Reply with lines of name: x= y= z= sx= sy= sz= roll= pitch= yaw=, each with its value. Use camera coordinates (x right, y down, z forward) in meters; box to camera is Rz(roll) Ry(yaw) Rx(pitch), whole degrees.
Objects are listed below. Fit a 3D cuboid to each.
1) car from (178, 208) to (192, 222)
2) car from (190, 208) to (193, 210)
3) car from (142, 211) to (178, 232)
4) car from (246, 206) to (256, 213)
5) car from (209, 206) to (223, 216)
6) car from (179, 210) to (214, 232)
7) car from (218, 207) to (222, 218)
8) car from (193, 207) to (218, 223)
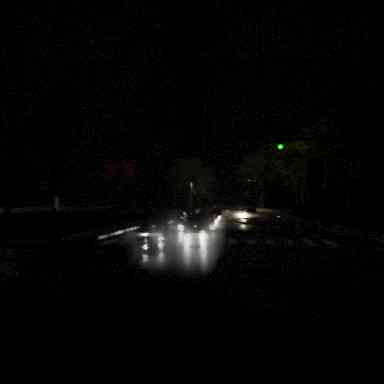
car: x=-1.583 y=2.853 z=37.386 sx=1.895 sy=1.301 sz=4.718 roll=-1 pitch=-2 yaw=7
car: x=-0.350 y=3.043 z=47.803 sx=1.882 sy=1.535 sz=5.008 roll=-1 pitch=-2 yaw=7
car: x=-2.734 y=2.522 z=27.625 sx=1.994 sy=1.385 sz=4.181 roll=-1 pitch=-2 yaw=6
car: x=11.843 y=3.520 z=66.584 sx=1.812 sy=1.442 sz=4.674 roll=-1 pitch=-2 yaw=7
car: x=4.150 y=3.312 z=57.885 sx=2.128 sy=1.511 sz=4.902 roll=-1 pitch=-1 yaw=8
car: x=0.481 y=2.462 z=27.094 sx=1.994 sy=1.385 sz=4.181 roll=-1 pitch=-2 yaw=7
car: x=2.718 y=2.963 z=46.160 sx=2.128 sy=1.511 sz=4.902 roll=-1 pitch=-2 yaw=7
car: x=1.523 y=2.644 z=35.997 sx=1.882 sy=1.535 sz=5.008 roll=-1 pitch=-2 yaw=6
